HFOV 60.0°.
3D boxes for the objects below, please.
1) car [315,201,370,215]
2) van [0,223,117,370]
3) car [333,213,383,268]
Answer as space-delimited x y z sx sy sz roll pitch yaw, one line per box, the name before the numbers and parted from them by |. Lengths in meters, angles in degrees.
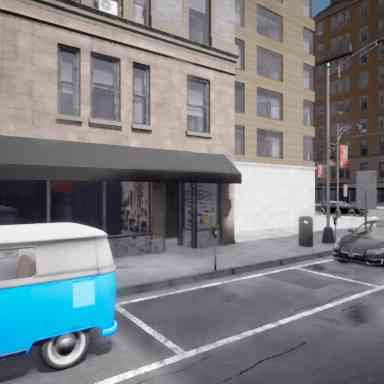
car | 13.814 1.523 30.933 1.895 1.301 4.718 0 0 -35
van | -2.942 1.341 4.092 3.998 1.788 1.690 0 0 -35
car | 6.278 1.550 10.666 4.403 1.369 2.008 0 0 -35
